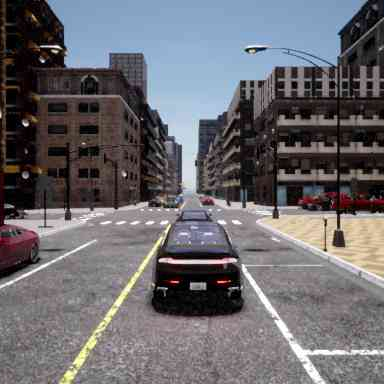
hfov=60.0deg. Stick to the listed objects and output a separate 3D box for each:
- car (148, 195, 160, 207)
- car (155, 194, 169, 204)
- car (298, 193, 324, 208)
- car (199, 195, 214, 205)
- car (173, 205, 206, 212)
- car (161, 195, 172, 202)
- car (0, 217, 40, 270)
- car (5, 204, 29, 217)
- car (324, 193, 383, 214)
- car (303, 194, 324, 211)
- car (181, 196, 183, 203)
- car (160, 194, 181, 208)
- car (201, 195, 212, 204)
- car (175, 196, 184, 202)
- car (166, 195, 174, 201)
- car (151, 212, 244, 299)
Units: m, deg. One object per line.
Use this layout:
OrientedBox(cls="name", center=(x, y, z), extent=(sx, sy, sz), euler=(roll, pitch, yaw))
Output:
OrientedBox(cls="car", center=(-5.641, 1.581, 51.255), extent=(1.947, 1.339, 4.313), euler=(0, 0, 0))
OrientedBox(cls="car", center=(-5.631, 1.337, 62.620), extent=(2.192, 1.841, 5.009), euler=(0, 0, 0))
OrientedBox(cls="car", center=(14.595, 1.015, 37.552), extent=(5.009, 1.841, 2.192), euler=(-1, 1, 0))
OrientedBox(cls="car", center=(2.744, 1.458, 56.932), extent=(1.967, 1.590, 4.097), euler=(0, 0, 0))
OrientedBox(cls="car", center=(0.115, 1.565, 17.054), extent=(1.994, 1.385, 4.181), euler=(0, 0, 0))
OrientedBox(cls="car", center=(-5.620, 1.470, 73.985), extent=(1.967, 1.590, 4.097), euler=(0, 0, 0))
OrientedBox(cls="car", center=(-5.732, 1.582, 9.232), extent=(1.802, 1.307, 4.206), euler=(0, 0, 0))
OrientedBox(cls="car", center=(-18.140, 1.806, 31.524), extent=(4.902, 1.511, 2.128), euler=(-1, 0, 0))
OrientedBox(cls="car", center=(14.722, 1.029, 29.173), extent=(5.009, 1.841, 2.192), euler=(-1, 1, 0))
OrientedBox(cls="car", center=(14.600, 1.231, 34.981), extent=(4.674, 1.442, 1.812), euler=(-1, 0, 0))
OrientedBox(cls="car", center=(-3.024, 1.620, 58.136), extent=(1.895, 1.301, 4.718), euler=(0, 0, 0))
OrientedBox(cls="car", center=(-3.019, 1.365, 48.203), extent=(2.097, 1.767, 4.553), euler=(0, 0, 0))
OrientedBox(cls="car", center=(2.750, 1.462, 62.614), extent=(1.967, 1.590, 4.097), euler=(0, 0, 0))
OrientedBox(cls="car", center=(-2.924, 1.572, 79.072), extent=(2.033, 1.411, 5.357), euler=(0, 0, 0))
OrientedBox(cls="car", center=(-5.609, 1.481, 85.351), extent=(1.967, 1.590, 4.097), euler=(0, 0, 0))
OrientedBox(cls="car", center=(0.110, 1.491, 8.439), extent=(2.128, 1.511, 4.902), euler=(0, 0, 0))
